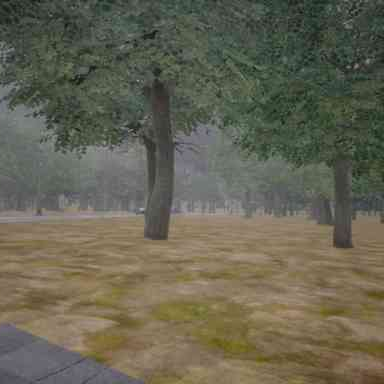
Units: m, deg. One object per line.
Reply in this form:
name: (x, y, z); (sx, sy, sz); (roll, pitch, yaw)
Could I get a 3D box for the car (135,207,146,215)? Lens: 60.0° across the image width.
car: (-8.510, 3.564, 61.203); (1.812, 1.442, 4.674); (0, -3, 29)

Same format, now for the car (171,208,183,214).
car: (-3.874, 3.968, 69.944); (2.033, 1.411, 5.357); (0, -3, 28)
